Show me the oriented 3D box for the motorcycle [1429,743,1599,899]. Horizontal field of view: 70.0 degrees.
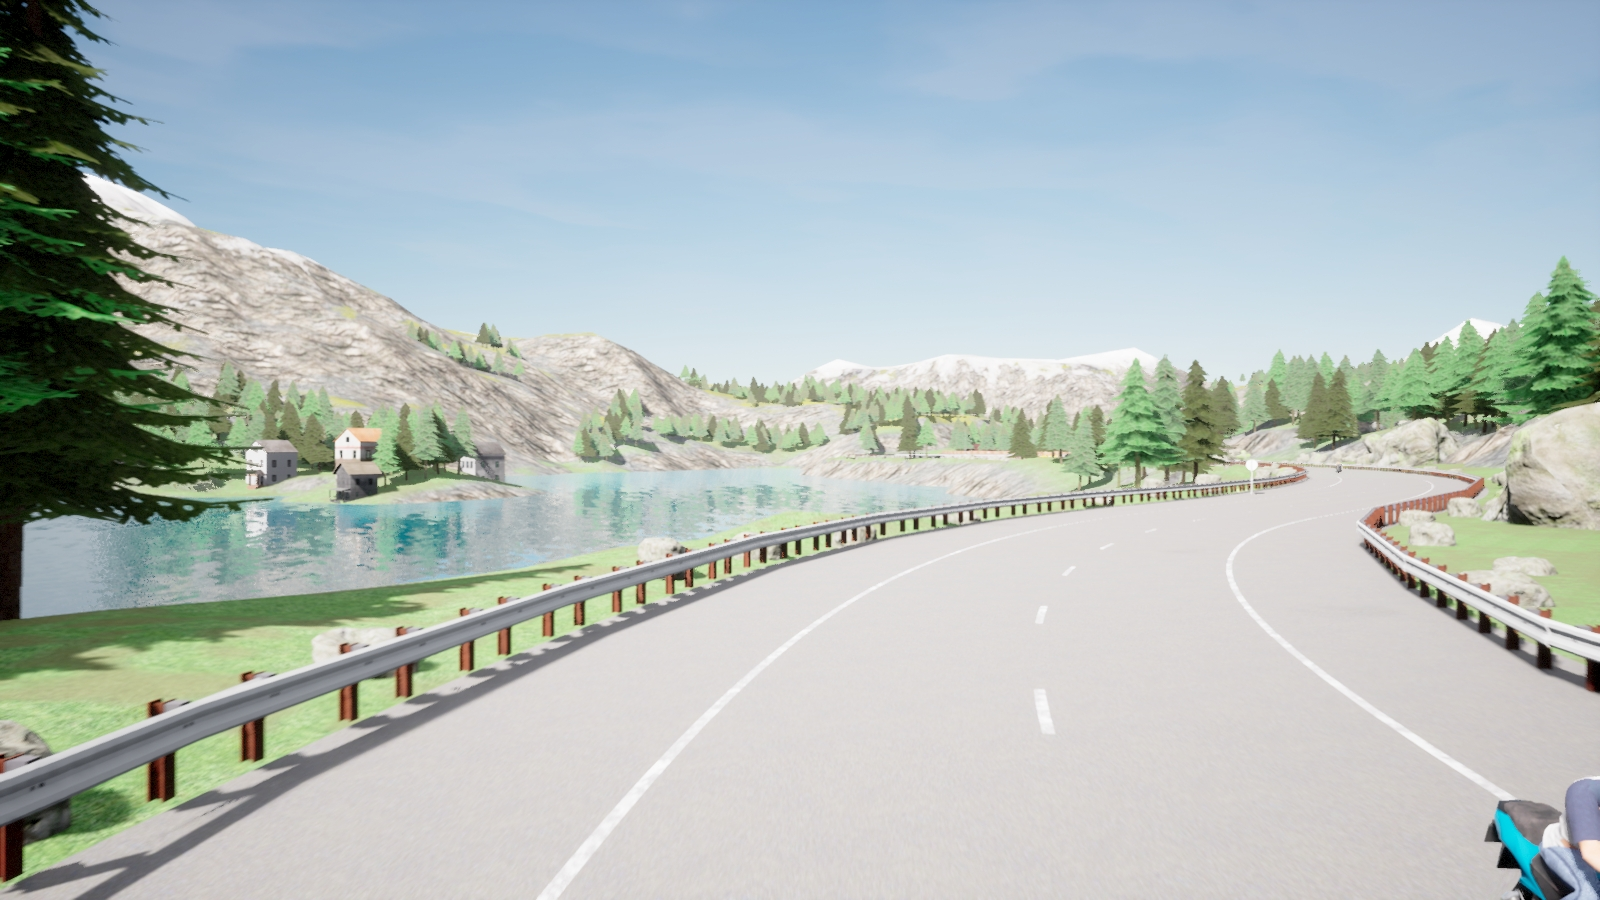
[{"bbox_3d":[3.678,2.178,5.056,0.803,1.217,2.033,1,0,5],"label":"motorcycle"}]
